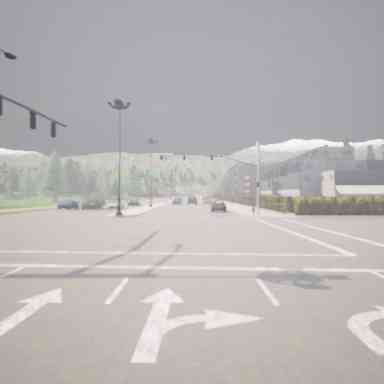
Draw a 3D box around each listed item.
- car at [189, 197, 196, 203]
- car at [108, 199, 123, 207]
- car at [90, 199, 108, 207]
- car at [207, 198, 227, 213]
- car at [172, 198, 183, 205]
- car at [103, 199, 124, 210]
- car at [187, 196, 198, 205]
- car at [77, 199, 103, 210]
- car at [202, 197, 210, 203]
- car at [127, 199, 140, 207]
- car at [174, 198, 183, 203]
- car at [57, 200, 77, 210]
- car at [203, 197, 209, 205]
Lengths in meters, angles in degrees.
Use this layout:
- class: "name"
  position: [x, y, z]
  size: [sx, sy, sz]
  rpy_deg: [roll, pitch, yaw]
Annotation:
- class: "car"
  position: [0.151, 2.097, 85.299]
  size: [1.882, 1.535, 5.008]
  rpy_deg: [0, -1, 0]
- class: "car"
  position: [-14.982, 2.095, 65.593]
  size: [1.837, 1.490, 4.892]
  rpy_deg: [0, 0, 1]
- class: "car"
  position: [-18.474, 2.144, 66.308]
  size: [2.033, 1.411, 5.357]
  rpy_deg: [0, -1, 0]
- class: "car"
  position: [3.500, 1.891, 44.029]
  size: [2.128, 1.511, 4.902]
  rpy_deg: [0, -1, 0]
- class: "car"
  position: [-3.417, 2.212, 75.019]
  size: [2.033, 1.411, 5.357]
  rpy_deg: [0, -1, 0]
- class: "car"
  position: [-11.568, 1.981, 50.154]
  size: [1.812, 1.442, 4.674]
  rpy_deg: [0, -1, 0]
- class: "car"
  position: [0.081, 1.893, 74.612]
  size: [2.150, 2.045, 5.566]
  rpy_deg: [0, -1, 0]
- class: "car"
  position: [-15.065, 1.805, 50.003]
  size: [2.097, 1.767, 4.553]
  rpy_deg: [0, 0, 0]
- class: "car"
  position: [3.651, 2.118, 85.279]
  size: [1.837, 1.490, 4.892]
  rpy_deg: [0, -1, 0]
- class: "car"
  position: [-11.485, 2.154, 65.605]
  size: [1.994, 1.385, 4.181]
  rpy_deg: [0, -1, 1]
- class: "car"
  position: [-3.349, 2.159, 85.320]
  size: [2.033, 1.411, 5.357]
  rpy_deg: [0, -1, 0]
- class: "car"
  position: [-18.563, 1.932, 50.079]
  size: [1.882, 1.535, 5.008]
  rpy_deg: [0, -1, 0]
- class: "car"
  position: [3.585, 2.026, 75.248]
  size: [2.097, 1.767, 4.553]
  rpy_deg: [0, -1, 0]
